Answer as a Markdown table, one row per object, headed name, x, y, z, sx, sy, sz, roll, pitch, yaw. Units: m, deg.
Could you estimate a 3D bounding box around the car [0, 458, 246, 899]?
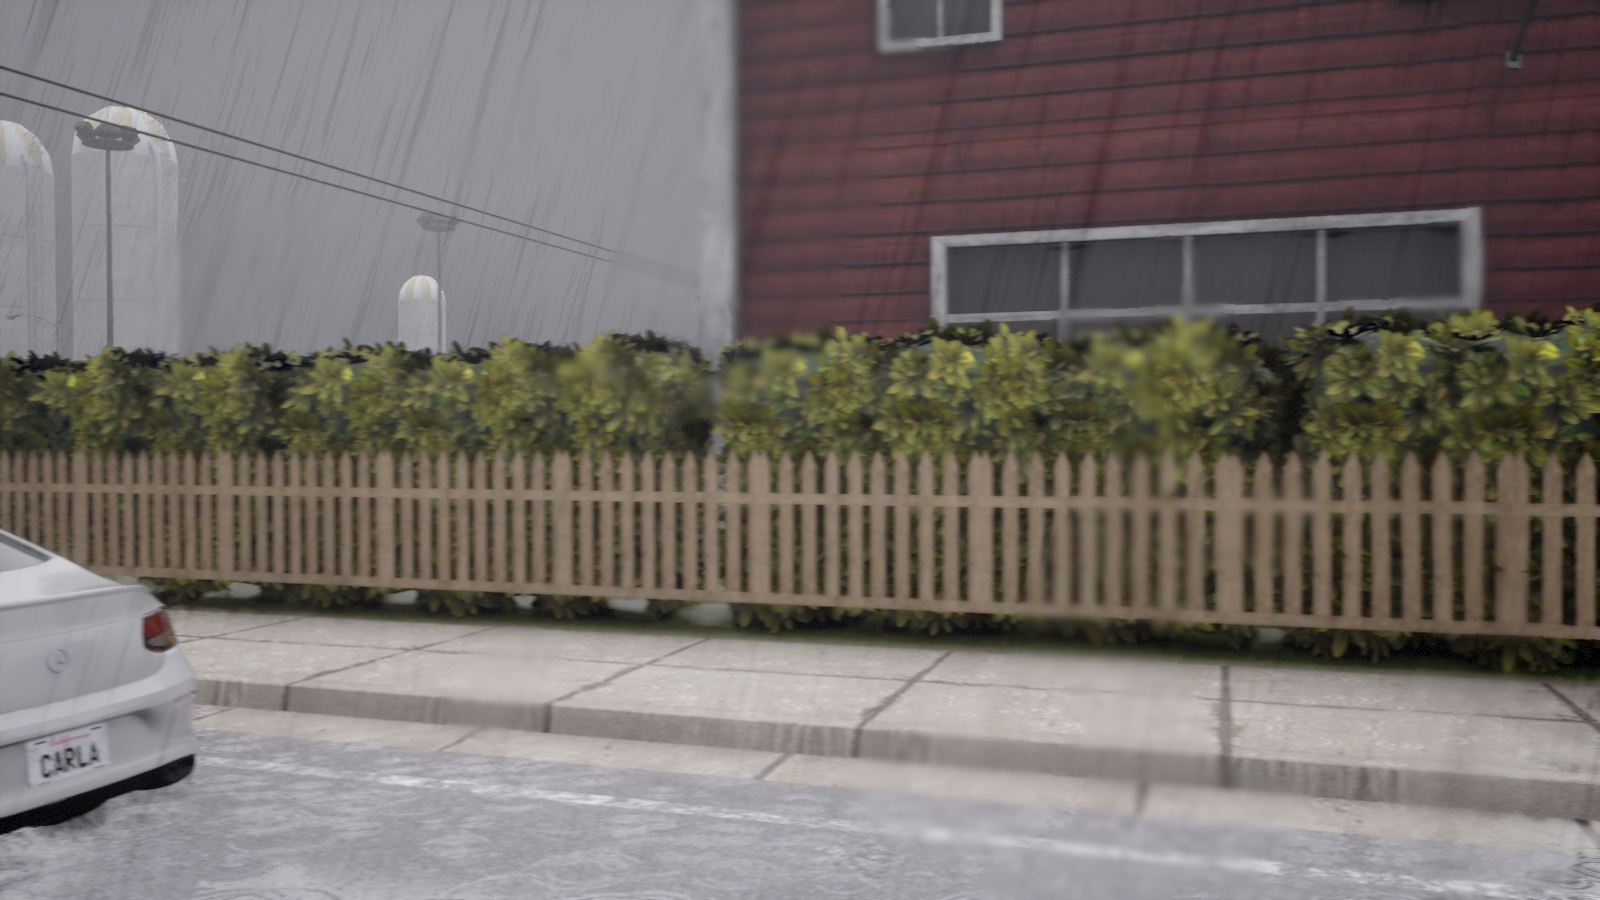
| name | x | y | z | sx | sy | sz | roll | pitch | yaw |
| --- | --- | --- | --- | --- | --- | --- | --- | --- | --- |
| car | -4.657 | 0.759 | 4.760 | 4.674 | 1.442 | 1.812 | 1 | 1 | 19 |
